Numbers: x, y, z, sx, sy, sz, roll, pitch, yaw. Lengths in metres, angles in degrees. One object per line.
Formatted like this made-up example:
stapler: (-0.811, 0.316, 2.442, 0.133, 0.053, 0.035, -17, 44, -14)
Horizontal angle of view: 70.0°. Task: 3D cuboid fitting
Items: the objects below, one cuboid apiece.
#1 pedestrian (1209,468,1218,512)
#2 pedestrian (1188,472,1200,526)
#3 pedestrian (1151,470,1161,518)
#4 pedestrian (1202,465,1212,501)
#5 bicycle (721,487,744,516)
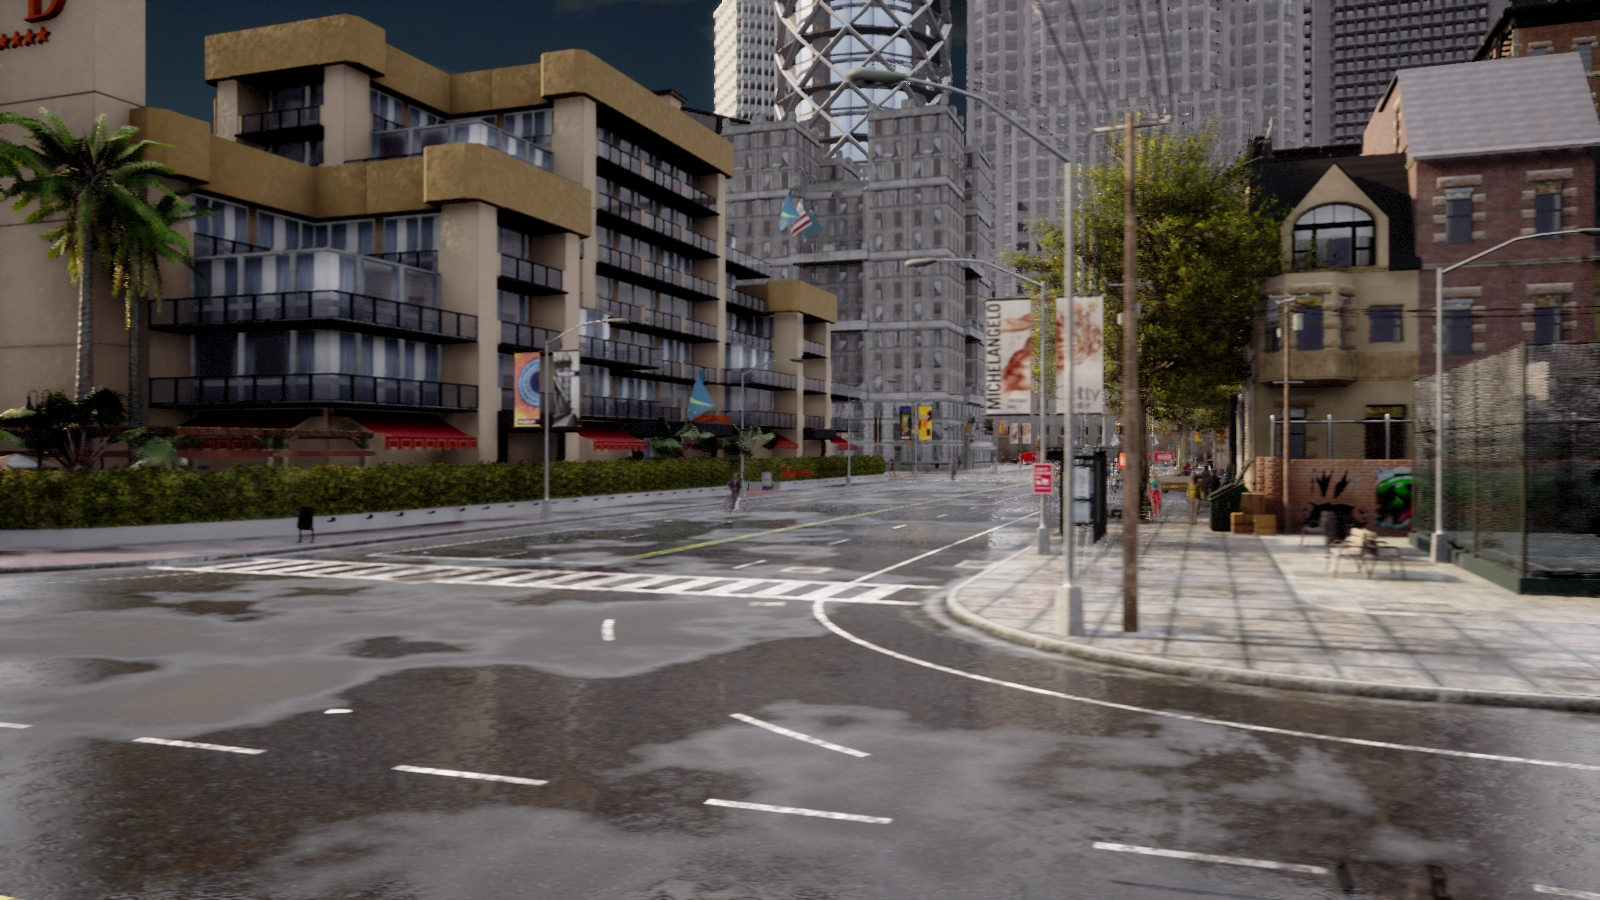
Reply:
pedestrian: (17.559, 1.696, 48.538, 0.375, 1.860, 0.375, 0, 0, 20)
pedestrian: (13.700, 1.696, 39.699, 0.375, 1.860, 0.375, 0, 0, 24)
pedestrian: (13.852, 1.698, 44.480, 0.375, 1.860, 0.375, 0, 0, 15)
pedestrian: (20.963, 1.696, 58.870, 0.375, 1.860, 0.375, 0, 0, -44)
bicycle: (-2.911, 2.210, 49.535, 0.329, 1.171, 1.835, 0, 0, 20)
